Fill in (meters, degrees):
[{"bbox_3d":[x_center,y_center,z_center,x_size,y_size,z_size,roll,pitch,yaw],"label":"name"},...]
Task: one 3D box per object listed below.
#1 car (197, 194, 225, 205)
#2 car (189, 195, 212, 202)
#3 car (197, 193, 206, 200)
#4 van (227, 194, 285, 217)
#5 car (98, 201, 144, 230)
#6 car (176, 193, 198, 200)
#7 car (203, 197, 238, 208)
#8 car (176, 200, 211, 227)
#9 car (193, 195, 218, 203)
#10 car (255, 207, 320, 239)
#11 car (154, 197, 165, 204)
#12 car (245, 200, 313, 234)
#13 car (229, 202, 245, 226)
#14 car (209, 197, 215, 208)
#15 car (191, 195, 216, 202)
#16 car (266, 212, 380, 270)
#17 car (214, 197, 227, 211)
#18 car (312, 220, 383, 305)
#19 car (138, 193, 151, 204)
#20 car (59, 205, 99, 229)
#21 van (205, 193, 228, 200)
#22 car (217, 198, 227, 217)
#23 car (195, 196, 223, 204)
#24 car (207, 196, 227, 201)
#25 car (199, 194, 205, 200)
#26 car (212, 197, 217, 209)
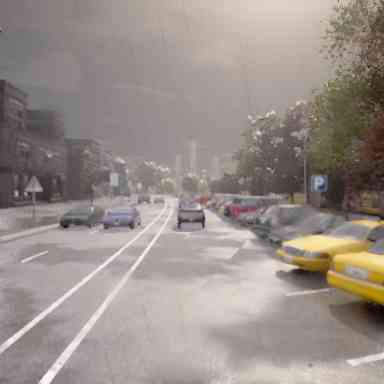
[{"bbox_3d":[3.468,1.354,60.413,4.553,1.767,2.185,1,0,-24],"label":"car"},{"bbox_3d":[2.052,1.489,78.186,5.008,1.535,2.097,1,0,-26],"label":"car"},{"bbox_3d":[3.917,1.233,54.507,5.566,2.045,2.435,1,0,-24],"label":"car"},{"bbox_3d":[5.233,1.311,24.899,4.442,1.987,1.878,1,0,-21],"label":"van"},{"bbox_3d":[-4.390,1.577,21.543,1.812,1.442,4.674,0,0,-1],"label":"car"},{"bbox_3d":[-0.694,1.372,41.965,2.097,1.767,4.553,0,0,-3],"label":"car"},{"bbox_3d":[4.231,1.532,48.560,4.674,1.452,2.002,1,0,-23],"label":"car"},{"bbox_3d":[-0.079,1.542,23.368,2.128,1.511,4.902,0,0,-1],"label":"car"},{"bbox_3d":[2.796,1.510,69.296,4.792,1.488,2.163,1,0,-25],"label":"car"},{"bbox_3d":[5.292,1.528,12.966,4.892,1.521,2.231,1,0,-20],"label":"car"},{"bbox_3d":[-6.273,1.566,63.884,1.994,1.385,4.181,0,0,-4],"label":"car"},{"bbox_3d":[5.234,1.405,15.929,4.553,1.767,2.185,1,0,-21],"label":"car"},{"bbox_3d":[5.182,1.575,21.879,4.674,1.452,2.002,1,0,-21],"label":"car"},{"bbox_3d":[4.748,1.558,36.706,4.674,1.452,2.002,0,1,-22],"label":"car"},{"bbox_3d":[2.569,1.482,72.271,5.008,1.535,2.097,1,0,-25],"label":"car"},{"bbox_3d":[5.123,1.516,9.928,5.366,1.575,1.946,1,0,-20],"label":"car"},{"bbox_3d":[5.145,1.529,30.861,5.366,1.575,1.946,1,0,-22],"label":"car"},{"bbox_3d":[5.475,1.512,7.087,5.366,1.575,1.946,1,0,-20],"label":"car"},{"bbox_3d":[-9.059,1.231,63.584,2.150,2.045,5.566,0,0,-4],"label":"car"},{"bbox_3d":[-7.201,1.600,22.585,2.033,1.411,5.357,0,0,-1],"label":"car"},{"bbox_3d":[4.421,1.276,42.577,4.442,1.987,1.878,1,0,-23],"label":"van"},{"bbox_3d":[5.047,1.533,27.823,5.008,1.535,2.097,1,0,-22],"label":"car"},{"bbox_3d":[3.295,1.480,63.382,4.892,1.521,2.231,1,0,-24],"label":"car"},{"bbox_3d":[4.651,1.550,39.659,4.674,1.452,2.002,1,0,-23],"label":"car"},{"bbox_3d":[4.212,1.492,45.519,5.366,1.575,1.946,1,0,-23],"label":"car"},{"bbox_3d":[4.868,1.564,33.761,4.674,1.452,2.002,1,0,-22],"label":"car"}]
